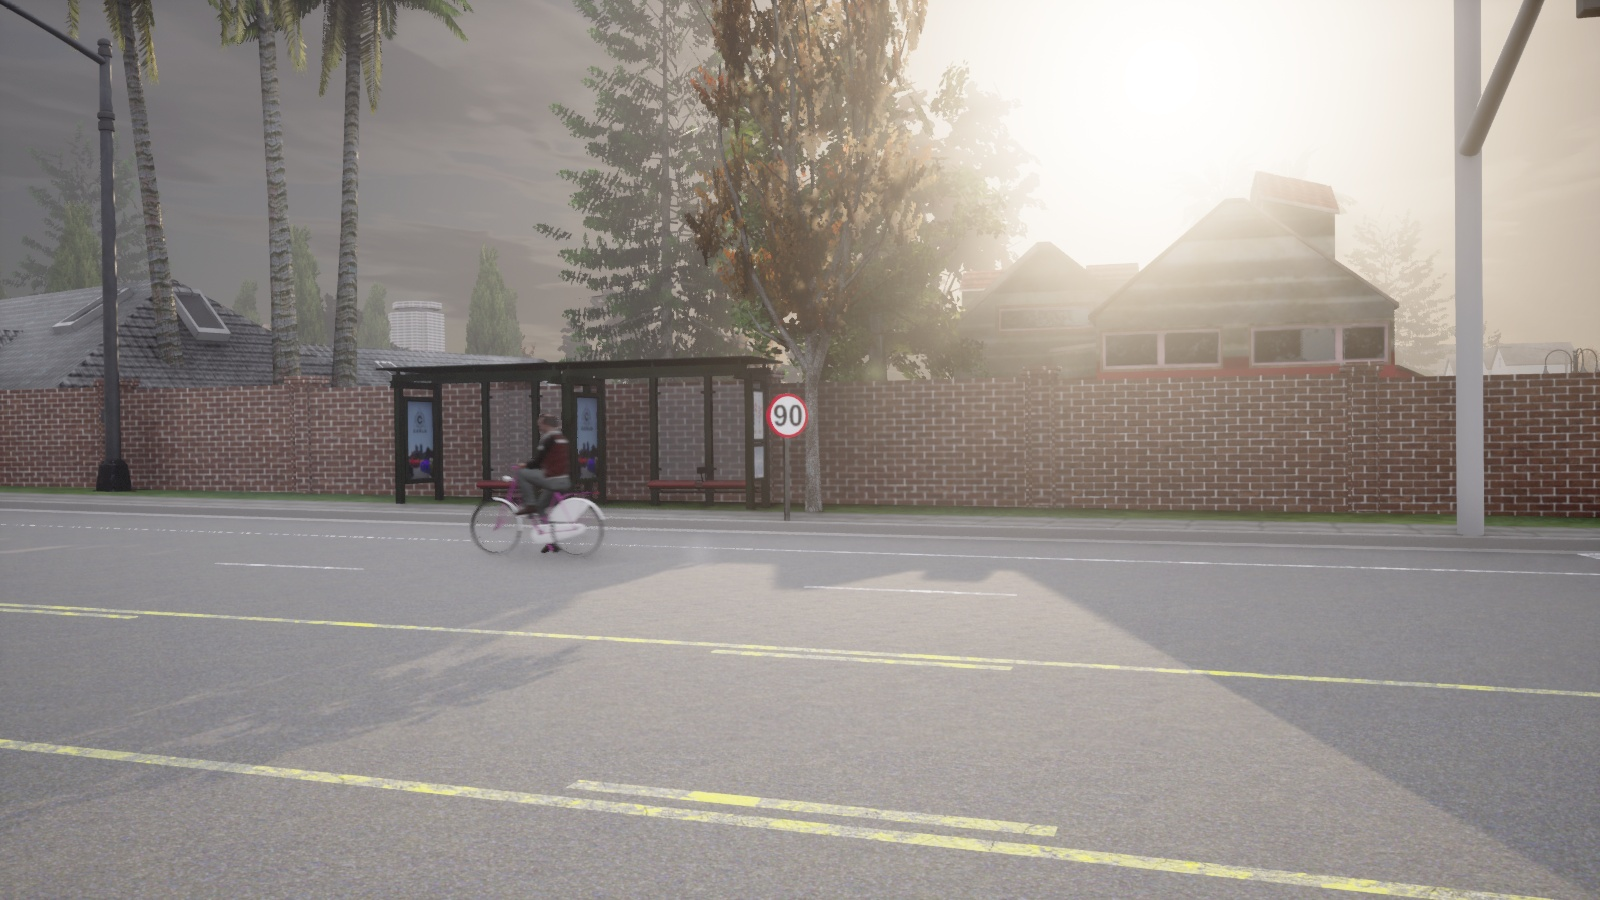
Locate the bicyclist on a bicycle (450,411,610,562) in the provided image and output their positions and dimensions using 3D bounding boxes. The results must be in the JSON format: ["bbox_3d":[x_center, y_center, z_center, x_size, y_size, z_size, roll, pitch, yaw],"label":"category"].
[{"bbox_3d":[-3.306,0.422,15.380,1.843,1.776,0.659,1,1,19],"label":"bicyclist on a bicycle"}]
